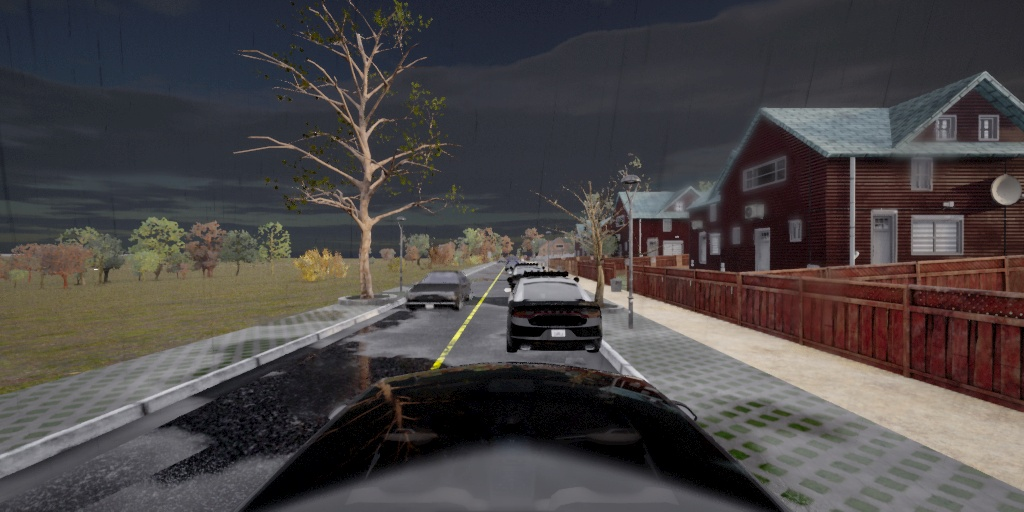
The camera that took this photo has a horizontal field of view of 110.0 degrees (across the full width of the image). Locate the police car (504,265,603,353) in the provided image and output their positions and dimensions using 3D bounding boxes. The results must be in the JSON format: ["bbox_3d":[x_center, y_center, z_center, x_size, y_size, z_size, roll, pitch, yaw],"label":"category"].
[{"bbox_3d":[0.831,1.176,8.989,1.930,1.638,5.238,0,0,0],"label":"police car"}]

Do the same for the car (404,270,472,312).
[{"bbox_3d":[-2.739,1.298,14.589,2.033,1.411,5.357,0,0,0],"label":"car"}]

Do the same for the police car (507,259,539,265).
[{"bbox_3d":[0.840,1.178,18.990,1.930,1.638,5.238,0,0,0],"label":"police car"}]

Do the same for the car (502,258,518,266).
[{"bbox_3d":[0.080,1.332,47.263,1.994,1.385,4.181,0,0,0],"label":"car"}]

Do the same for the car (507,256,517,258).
[{"bbox_3d":[0.055,1.005,62.027,2.150,2.045,5.566,0,0,0],"label":"car"}]
